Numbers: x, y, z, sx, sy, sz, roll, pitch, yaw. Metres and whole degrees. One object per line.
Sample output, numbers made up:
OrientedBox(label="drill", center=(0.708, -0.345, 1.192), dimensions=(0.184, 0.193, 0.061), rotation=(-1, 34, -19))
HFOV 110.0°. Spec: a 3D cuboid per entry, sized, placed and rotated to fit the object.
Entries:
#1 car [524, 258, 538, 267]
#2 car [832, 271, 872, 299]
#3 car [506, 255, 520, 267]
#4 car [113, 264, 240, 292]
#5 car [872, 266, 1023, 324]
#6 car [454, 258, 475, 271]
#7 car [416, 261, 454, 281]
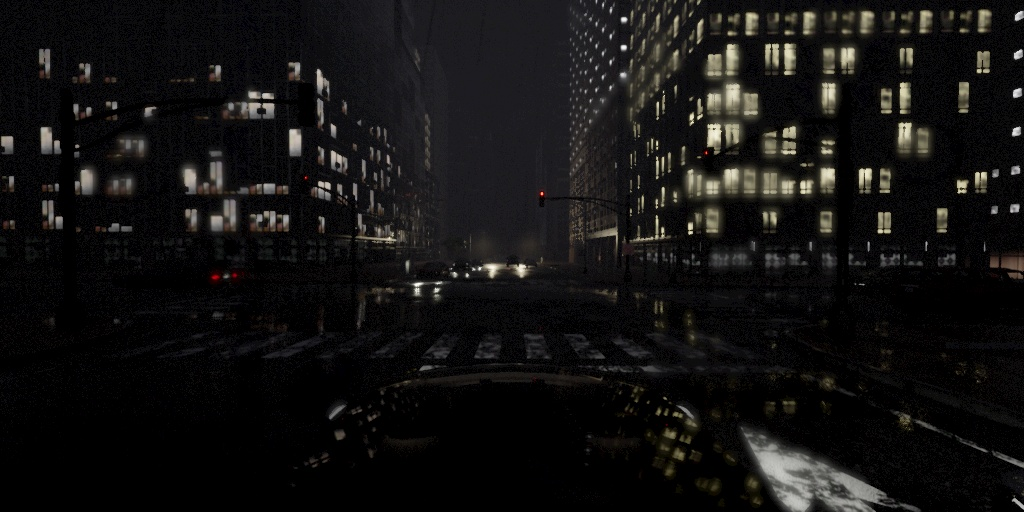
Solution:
OrientedBox(label="car", center=(3.428, 1.226, 63.275), dimensions=(1.812, 1.442, 4.674), rotation=(0, 0, 0))
OrientedBox(label="car", center=(19.157, 1.391, 18.174), dimensions=(4.902, 1.511, 2.128), rotation=(0, 1, 1))
OrientedBox(label="car", center=(0.176, 0.922, 62.898), dimensions=(2.150, 2.045, 5.566), rotation=(0, 0, 0))
OrientedBox(label="car", center=(-17.582, 1.117, 18.977), dimensions=(5.357, 1.411, 2.033), rotation=(1, 1, 0))
OrientedBox(label="car", center=(16.221, 1.281, 12.455), dimensions=(5.009, 1.841, 2.192), rotation=(0, 0, 1))
OrientedBox(label="car", center=(-6.456, 1.070, 46.948), dimensions=(2.097, 1.767, 4.553), rotation=(0, 0, 0))
OrientedBox(label="car", center=(-6.627, 1.211, 30.580), dimensions=(1.882, 1.535, 5.008), rotation=(0, 0, 3))
